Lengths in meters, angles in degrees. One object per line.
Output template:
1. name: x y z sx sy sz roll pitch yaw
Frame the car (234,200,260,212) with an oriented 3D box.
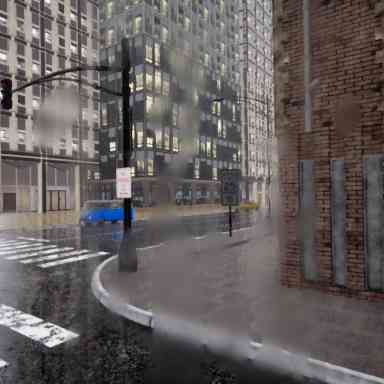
1. car: 6.892 1.692 41.353 1.752 1.417 4.829 -2 -1 36

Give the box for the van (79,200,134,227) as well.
1. van: -5.948 1.463 23.447 1.690 1.788 3.998 -2 -1 36
